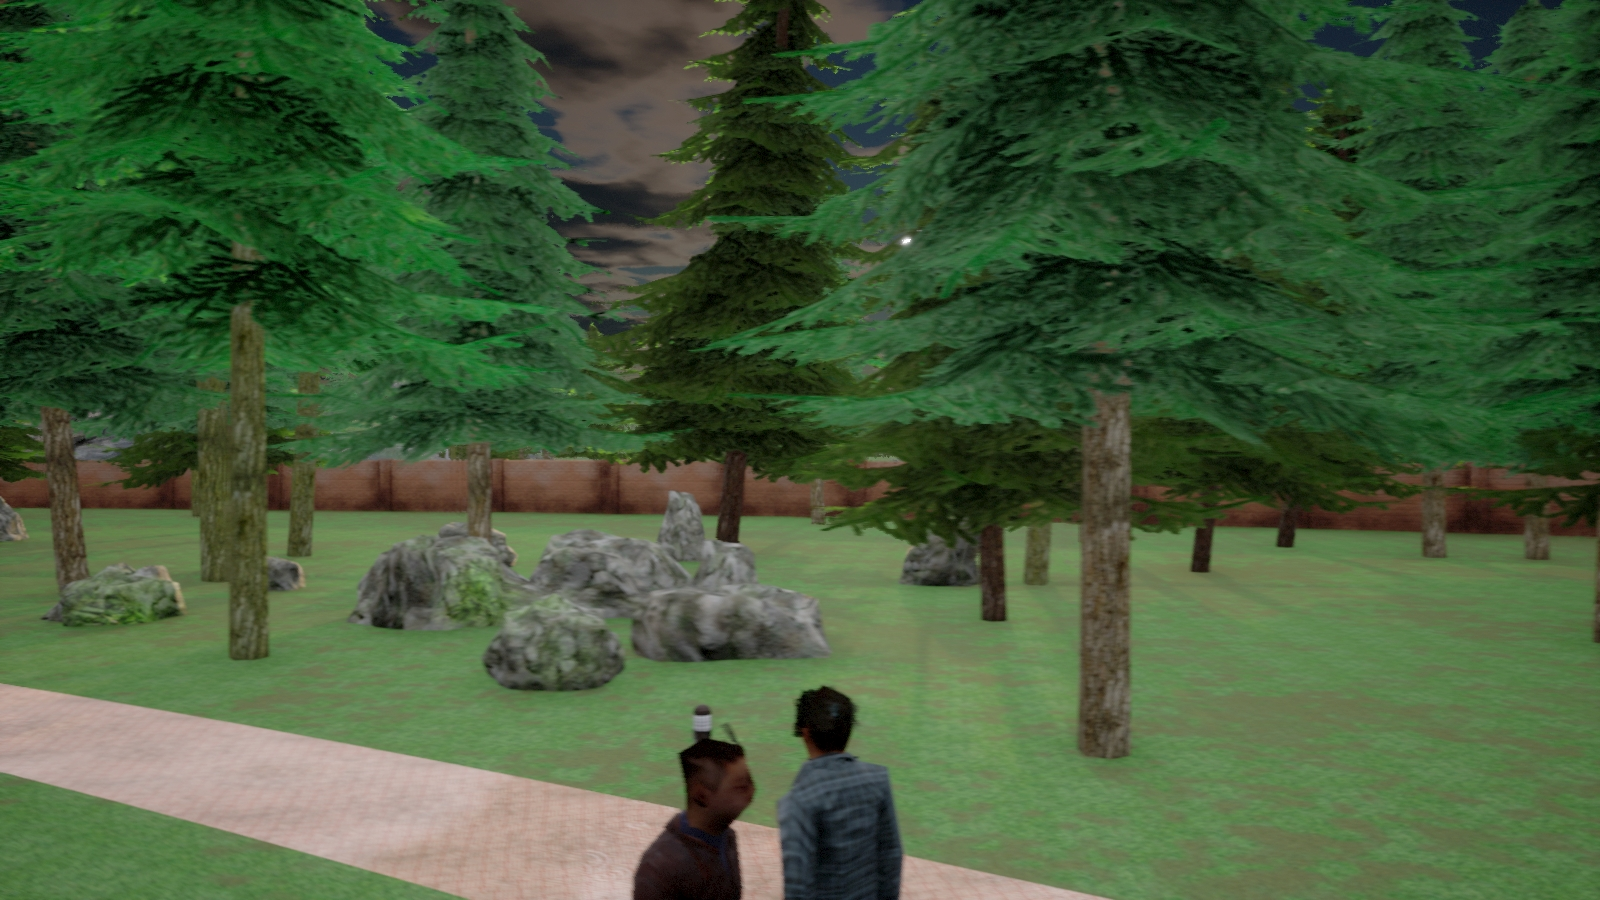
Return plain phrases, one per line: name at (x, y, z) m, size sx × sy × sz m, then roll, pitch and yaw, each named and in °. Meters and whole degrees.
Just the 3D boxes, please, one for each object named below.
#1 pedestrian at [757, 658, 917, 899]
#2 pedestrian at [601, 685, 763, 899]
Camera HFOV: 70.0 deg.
pedestrian at (0.120, 1.666, 3.788) m, size 0.375 × 1.860 × 0.375 m, roll 0°, pitch 0°, yaw -38°
pedestrian at (-0.333, 1.664, 3.342) m, size 0.375 × 1.860 × 0.375 m, roll 0°, pitch 0°, yaw 12°
